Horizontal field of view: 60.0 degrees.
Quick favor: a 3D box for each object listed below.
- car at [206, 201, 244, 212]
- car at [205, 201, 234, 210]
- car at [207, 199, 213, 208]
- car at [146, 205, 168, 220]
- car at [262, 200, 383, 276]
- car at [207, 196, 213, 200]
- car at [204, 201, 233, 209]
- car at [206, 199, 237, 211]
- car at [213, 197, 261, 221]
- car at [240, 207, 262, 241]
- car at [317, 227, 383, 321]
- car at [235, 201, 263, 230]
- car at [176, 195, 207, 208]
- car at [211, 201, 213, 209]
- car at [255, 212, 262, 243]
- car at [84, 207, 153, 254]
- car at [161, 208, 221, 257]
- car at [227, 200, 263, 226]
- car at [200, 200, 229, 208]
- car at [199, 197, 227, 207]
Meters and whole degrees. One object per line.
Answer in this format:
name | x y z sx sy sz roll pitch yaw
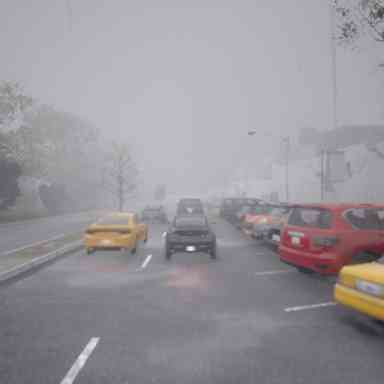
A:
car | 4.778 2.127 48.143 5.008 1.535 2.097 1 -1 -20
car | 4.728 2.314 57.142 4.674 1.452 2.002 1 0 -20
car | 4.690 1.912 36.072 5.366 1.575 1.946 1 -1 -20
car | -3.140 1.812 28.524 2.128 1.511 4.902 0 -1 0
car | 5.068 1.327 9.152 5.566 2.045 2.435 1 -1 -20
car | 4.823 1.718 39.129 5.566 2.045 2.435 1 -1 -20
car | 4.732 2.339 60.166 4.792 1.488 2.163 1 -1 -20
car | 4.778 2.101 54.156 4.553 1.767 2.185 1 -1 -20
car | 4.950 1.533 27.161 5.566 2.045 2.435 1 -1 -20
car | 5.009 1.641 15.136 4.892 1.521 2.231 1 0 -20
car | 5.230 1.549 6.200 5.366 1.575 1.946 1 -1 -20
car | 5.015 1.547 18.148 4.553 1.767 2.185 1 0 -20
car | -0.143 1.531 27.631 2.150 2.045 5.566 0 -1 0
car | 5.056 1.873 33.209 5.366 1.575 1.946 1 -1 -20
car | 5.046 1.638 12.152 4.792 1.488 2.163 1 -1 -20
car | -3.039 1.621 14.248 1.882 1.535 5.008 0 0 0
car | -0.041 1.643 13.518 1.837 1.490 4.892 0 0 0
car | 4.933 1.580 21.133 4.553 1.767 2.185 1 -1 -20
car | 4.495 2.369 66.092 5.366 1.575 1.946 1 0 -20
car | 4.605 2.170 72.148 5.566 2.045 2.435 1 0 -20
